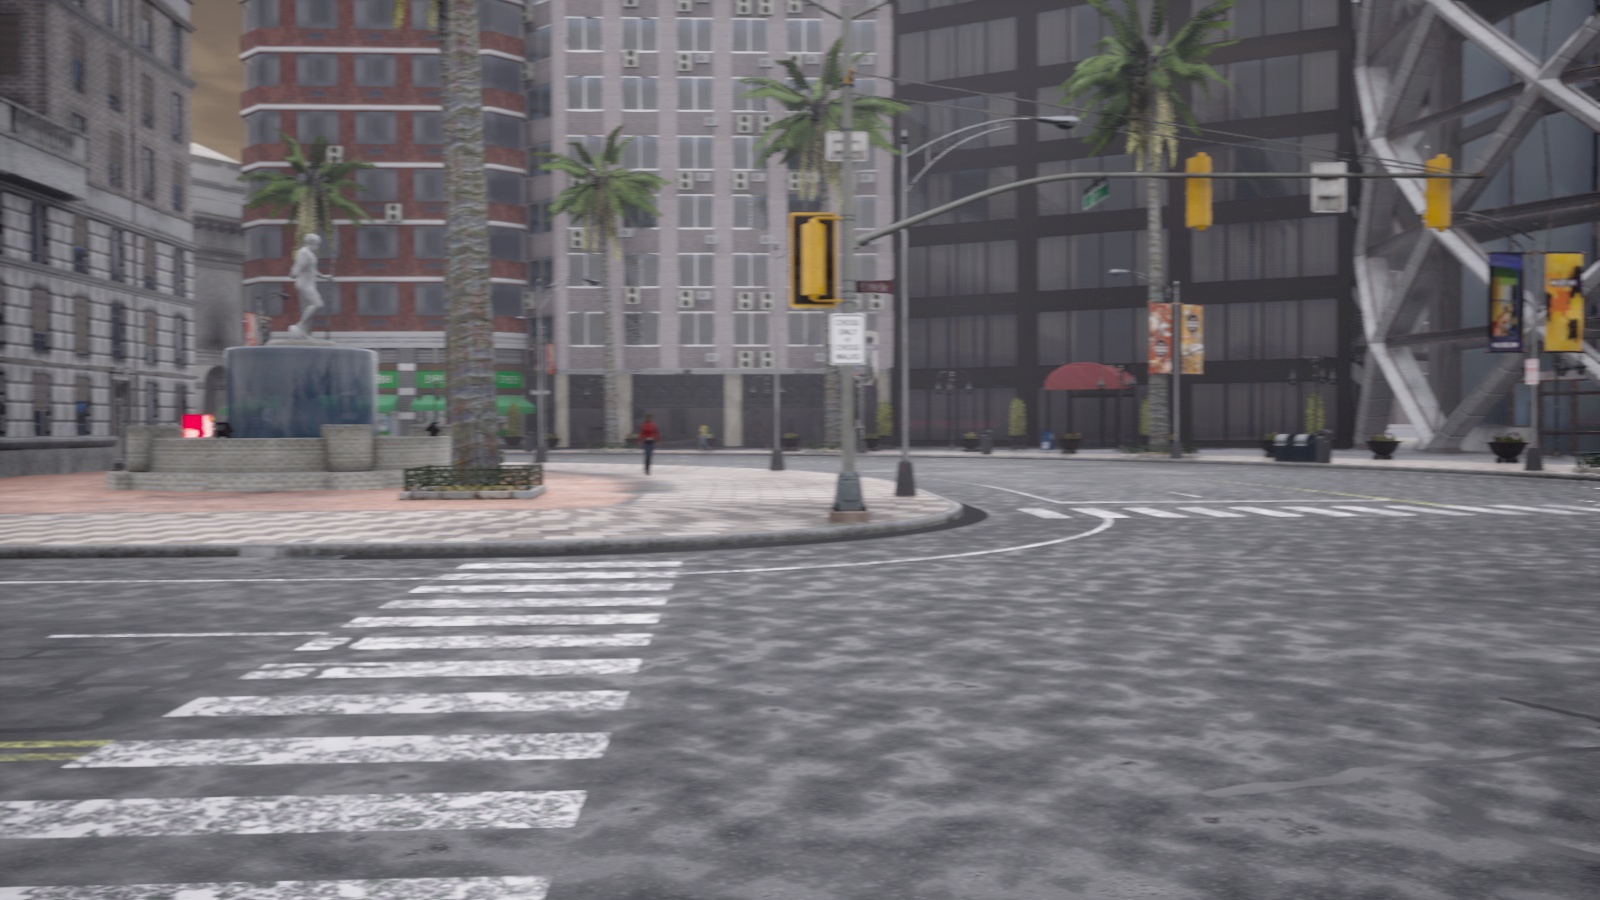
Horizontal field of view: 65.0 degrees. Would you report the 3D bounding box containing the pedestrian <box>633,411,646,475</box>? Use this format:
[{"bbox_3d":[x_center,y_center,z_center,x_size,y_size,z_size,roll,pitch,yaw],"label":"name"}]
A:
[{"bbox_3d":[-4.675,-0.210,36.628,0.331,1.846,0.636,0,1,-11],"label":"pedestrian"}]
